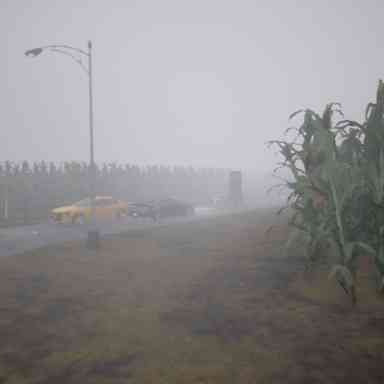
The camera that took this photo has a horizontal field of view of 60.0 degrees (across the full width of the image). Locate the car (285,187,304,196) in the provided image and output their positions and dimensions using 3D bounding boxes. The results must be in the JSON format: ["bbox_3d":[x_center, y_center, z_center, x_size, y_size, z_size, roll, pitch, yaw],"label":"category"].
[{"bbox_3d":[15.497,-0.115,49.031,1.812,1.442,4.674,0,2,36],"label":"car"}]

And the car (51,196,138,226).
[{"bbox_3d":[-5.971,1.044,20.141,1.882,1.535,5.008,1,2,37],"label":"car"}]

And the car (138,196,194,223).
[{"bbox_3d":[-1.810,0.980,20.943,2.128,1.511,4.902,0,2,36],"label":"car"}]

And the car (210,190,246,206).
[{"bbox_3d":[3.631,0.536,33.111,2.128,1.511,4.902,0,2,36],"label":"car"}]
